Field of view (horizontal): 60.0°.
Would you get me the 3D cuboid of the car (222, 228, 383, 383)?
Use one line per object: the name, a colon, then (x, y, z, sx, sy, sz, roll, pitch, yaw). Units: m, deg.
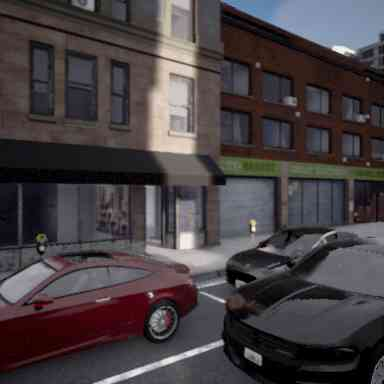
car: (2.685, 1.473, 4.974, 5.008, 1.535, 1.882, 0, 0, -35)

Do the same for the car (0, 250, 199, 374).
car: (-1.826, 1.577, 4.888, 4.206, 1.307, 1.802, 0, 0, -35)

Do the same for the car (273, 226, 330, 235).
car: (2.808, 1.558, 8.177, 4.313, 1.339, 1.947, 0, 0, -35)
